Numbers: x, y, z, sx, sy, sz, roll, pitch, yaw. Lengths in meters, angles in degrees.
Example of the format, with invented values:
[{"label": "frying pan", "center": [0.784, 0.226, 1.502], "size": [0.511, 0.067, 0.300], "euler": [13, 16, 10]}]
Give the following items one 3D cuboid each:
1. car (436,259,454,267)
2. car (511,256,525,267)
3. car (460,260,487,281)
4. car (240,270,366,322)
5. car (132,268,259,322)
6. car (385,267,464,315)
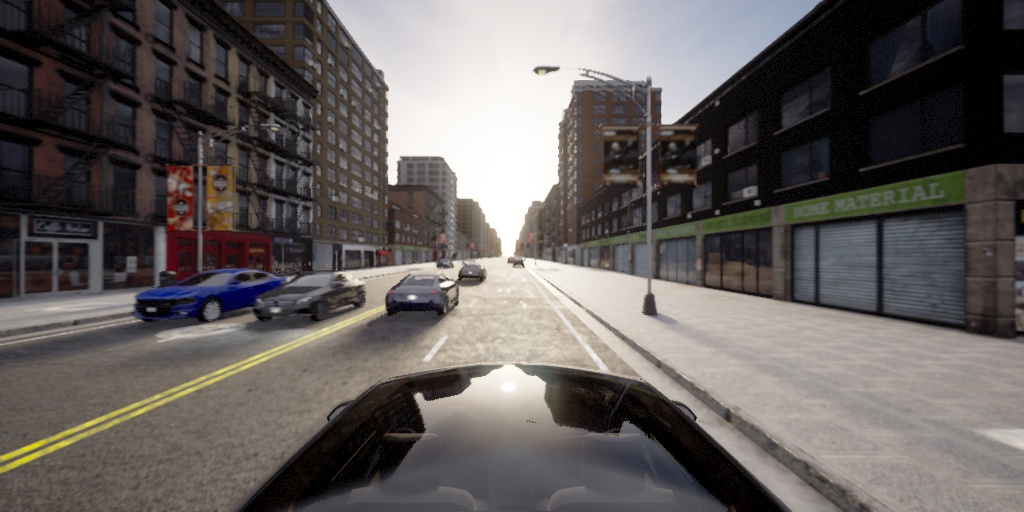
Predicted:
[{"label": "car", "center": [-9.830, 1.133, 53.091], "size": [2.033, 1.411, 5.357], "euler": [0, 0, 0]}, {"label": "car", "center": [1.117, 1.069, 60.823], "size": [1.837, 1.490, 4.892], "euler": [0, 0, 0]}, {"label": "car", "center": [-3.160, 1.223, 29.132], "size": [1.994, 1.385, 4.181], "euler": [0, 0, 0]}, {"label": "car", "center": [-6.602, 1.240, 12.340], "size": [1.812, 1.442, 4.674], "euler": [0, 0, 0]}, {"label": "car", "center": [-9.853, 1.191, 12.292], "size": [1.882, 1.535, 5.008], "euler": [0, 0, 0]}, {"label": "car", "center": [-3.155, 1.275, 13.352], "size": [1.994, 1.385, 4.181], "euler": [0, 0, 0]}]
